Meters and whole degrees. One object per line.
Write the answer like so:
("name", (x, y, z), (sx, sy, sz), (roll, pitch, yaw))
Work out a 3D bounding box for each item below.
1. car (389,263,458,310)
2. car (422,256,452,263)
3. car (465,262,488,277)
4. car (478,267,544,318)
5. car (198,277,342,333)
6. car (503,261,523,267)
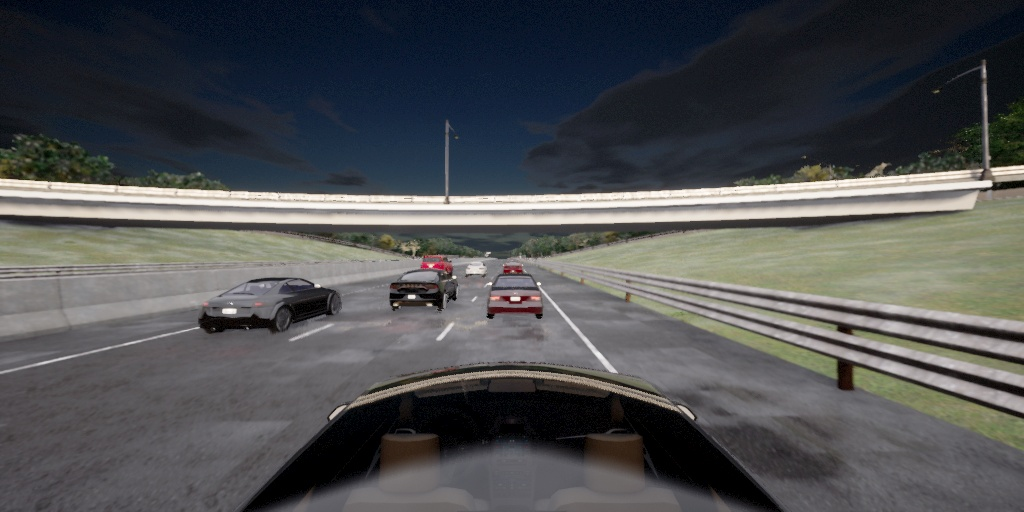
("car", (-3.401, 1.234, 14.641), (1.882, 1.535, 5.008), (0, 0, 0))
("car", (-6.903, 0.985, 33.142), (2.150, 2.045, 5.566), (0, 0, 0))
("car", (-3.403, 1.290, 34.933), (1.812, 1.442, 4.674), (0, 0, 0))
("car", (0.098, 1.303, 13.017), (2.033, 1.411, 5.357), (0, 0, 0))
("car", (-6.901, 1.318, 10.768), (1.994, 1.385, 4.181), (0, 0, 0))
("car", (0.096, 1.242, 35.276), (1.882, 1.535, 5.008), (0, 0, 0))
